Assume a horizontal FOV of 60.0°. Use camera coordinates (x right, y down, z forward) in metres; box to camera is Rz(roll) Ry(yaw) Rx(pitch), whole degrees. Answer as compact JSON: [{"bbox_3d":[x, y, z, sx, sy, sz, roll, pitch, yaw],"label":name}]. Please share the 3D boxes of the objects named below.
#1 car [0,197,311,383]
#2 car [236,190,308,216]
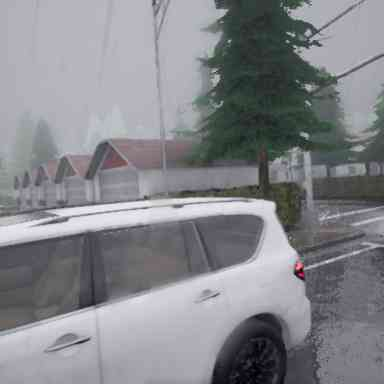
[{"bbox_3d":[-1.283,1.181,3.063,5.566,2.045,2.150,-4,2,-34],"label":"car"},{"bbox_3d":[5.328,0.706,22.702,1.812,1.442,4.674,-5,2,-34],"label":"car"}]
